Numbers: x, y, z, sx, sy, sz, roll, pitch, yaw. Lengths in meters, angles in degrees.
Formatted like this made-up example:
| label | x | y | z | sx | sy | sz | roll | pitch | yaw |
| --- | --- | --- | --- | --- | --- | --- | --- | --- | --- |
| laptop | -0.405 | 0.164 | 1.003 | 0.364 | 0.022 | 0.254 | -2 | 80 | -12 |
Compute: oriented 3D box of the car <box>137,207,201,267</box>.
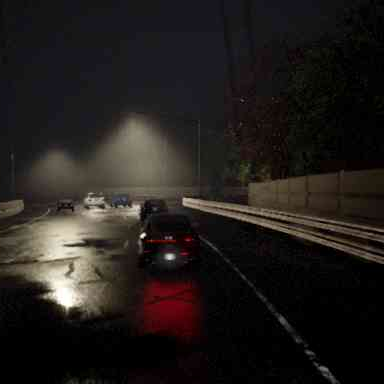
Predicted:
| label | x | y | z | sx | sy | sz | roll | pitch | yaw |
| --- | --- | --- | --- | --- | --- | --- | --- | --- | --- |
| car | -0.806 | 1.471 | 11.289 | 1.837 | 1.490 | 4.892 | 0 | 0 | -5 |

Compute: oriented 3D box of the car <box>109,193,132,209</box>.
| label | x | y | z | sx | sy | sz | roll | pitch | yaw |
| --- | --- | --- | --- | --- | --- | --- | --- | --- | --- |
| car | -9.561 | 1.113 | 44.434 | 2.150 | 2.045 | 5.566 | 0 | 0 | -24 |

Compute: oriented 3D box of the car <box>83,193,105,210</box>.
| label | x | y | z | sx | sy | sz | roll | pitch | yaw |
| --- | --- | --- | --- | --- | --- | --- | --- | --- | --- |
| car | -12.510 | 1.130 | 42.425 | 2.150 | 2.045 | 5.566 | 0 | 0 | -23 |

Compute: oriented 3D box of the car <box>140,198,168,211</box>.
| label | x | y | z | sx | sy | sz | roll | pitch | yaw |
| --- | --- | --- | --- | --- | --- | --- | --- | --- | --- |
| car | -2.998 | 1.278 | 26.185 | 2.097 | 1.767 | 4.553 | 0 | 0 | -9 |

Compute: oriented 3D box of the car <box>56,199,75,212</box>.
| label | x | y | z | sx | sy | sz | roll | pitch | yaw |
| --- | --- | --- | --- | --- | --- | --- | --- | --- | --- |
| car | -14.543 | 1.476 | 38.285 | 2.033 | 1.411 | 5.357 | 0 | 0 | -22 |
